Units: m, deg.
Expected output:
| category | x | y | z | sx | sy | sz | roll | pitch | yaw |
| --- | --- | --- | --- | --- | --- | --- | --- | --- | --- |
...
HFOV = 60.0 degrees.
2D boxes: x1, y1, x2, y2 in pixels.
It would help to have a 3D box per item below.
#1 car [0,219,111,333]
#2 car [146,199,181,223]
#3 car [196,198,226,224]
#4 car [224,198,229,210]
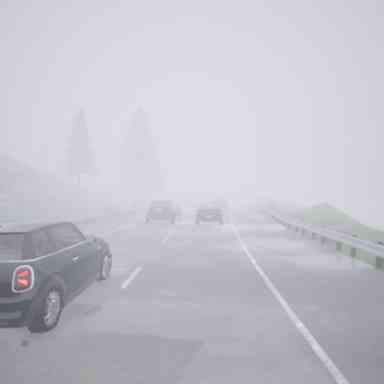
| category | x | y | z | sx | sy | sz | roll | pitch | yaw |
| --- | --- | --- | --- | --- | --- | --- | --- | --- | --- |
| car | -3.225 | 1.348 | 6.982 | 2.097 | 1.767 | 4.553 | 0 | 0 | 1 |
| car | -2.081 | 1.351 | 25.448 | 2.097 | 1.767 | 4.553 | 0 | 0 | 5 |
| car | 1.346 | 1.482 | 24.588 | 1.882 | 1.535 | 5.008 | 0 | 0 | 5 |
| car | 3.649 | 1.513 | 42.805 | 2.163 | 1.488 | 4.792 | 0 | 0 | 9 |
